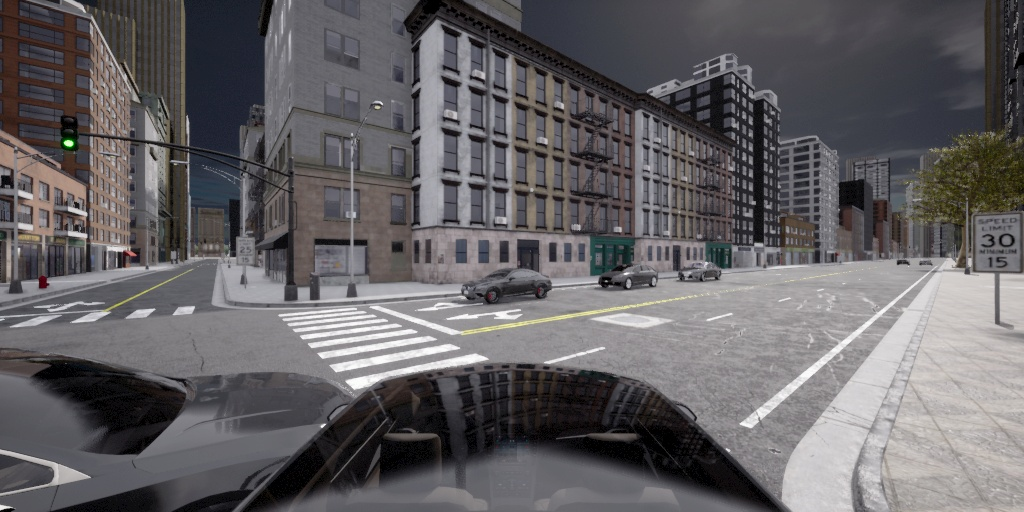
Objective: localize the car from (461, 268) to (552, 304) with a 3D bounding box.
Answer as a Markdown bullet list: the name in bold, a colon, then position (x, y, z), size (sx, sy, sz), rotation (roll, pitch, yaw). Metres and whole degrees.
- **car**: position (-0.140, 1.286, 16.686), size (4.674, 1.442, 1.812), rotation (0, 0, -39)

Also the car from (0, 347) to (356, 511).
- **car**: position (-3.233, 1.257, 1.695), size (4.892, 1.490, 1.837), rotation (0, 0, -35)

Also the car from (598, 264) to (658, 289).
- **car**: position (7.513, 1.257, 22.957), size (4.892, 1.490, 1.837), rotation (0, 0, -39)

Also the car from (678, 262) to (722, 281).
- **car**: position (15.484, 1.234, 29.476), size (4.902, 1.511, 2.128), rotation (0, 0, -39)
